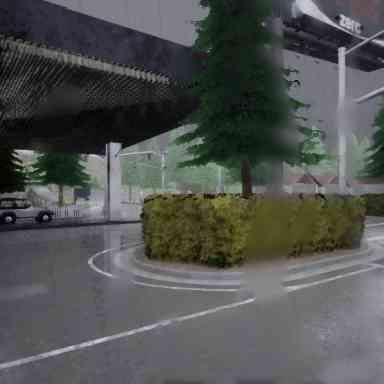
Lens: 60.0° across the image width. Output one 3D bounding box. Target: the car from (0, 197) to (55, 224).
[{"bbox_3d":[-11.923,1.313,23.509,3.866,1.878,1.905,0,0,-36],"label":"car"}]
